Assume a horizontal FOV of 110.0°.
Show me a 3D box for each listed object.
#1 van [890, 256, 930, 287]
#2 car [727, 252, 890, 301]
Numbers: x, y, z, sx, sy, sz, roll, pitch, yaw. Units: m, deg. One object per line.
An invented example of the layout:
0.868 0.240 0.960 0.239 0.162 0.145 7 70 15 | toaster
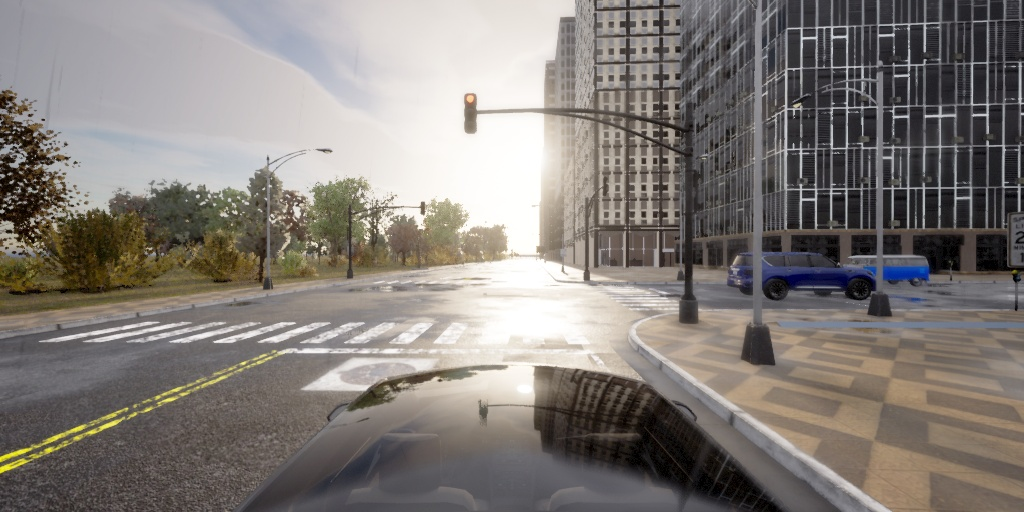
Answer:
21.988 0.856 21.226 3.998 1.789 1.690 0 0 4 | van
12.731 0.833 15.983 5.566 2.045 2.150 0 0 4 | car
